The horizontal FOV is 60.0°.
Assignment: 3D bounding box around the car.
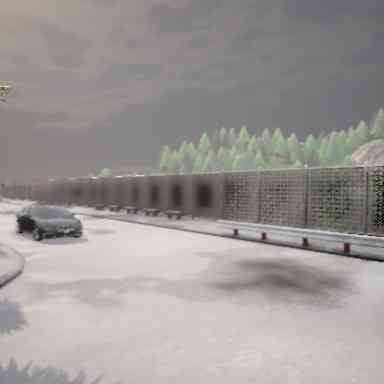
[{"bbox_3d":[-6.649,1.310,15.280,1.837,1.490,4.892,0,1,-41],"label":"car"}]
